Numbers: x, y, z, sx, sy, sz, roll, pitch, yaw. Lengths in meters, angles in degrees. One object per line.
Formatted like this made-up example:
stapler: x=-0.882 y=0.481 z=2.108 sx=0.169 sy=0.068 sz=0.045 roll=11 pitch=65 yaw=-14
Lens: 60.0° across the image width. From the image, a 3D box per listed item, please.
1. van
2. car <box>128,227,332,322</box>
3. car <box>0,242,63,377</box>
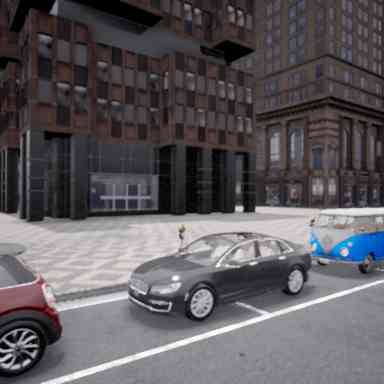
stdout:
van: x=5.415 y=1.411 z=10.508 sx=3.998 sy=1.788 sz=1.690 roll=0 pitch=0 yaw=-35
car: x=0.791 y=1.583 z=7.212 sx=4.403 sy=1.369 sz=2.008 roll=0 pitch=0 yaw=-35
car: x=-3.832 y=1.434 z=3.916 sx=4.097 sy=1.590 sz=1.967 roll=0 pitch=0 yaw=-35
